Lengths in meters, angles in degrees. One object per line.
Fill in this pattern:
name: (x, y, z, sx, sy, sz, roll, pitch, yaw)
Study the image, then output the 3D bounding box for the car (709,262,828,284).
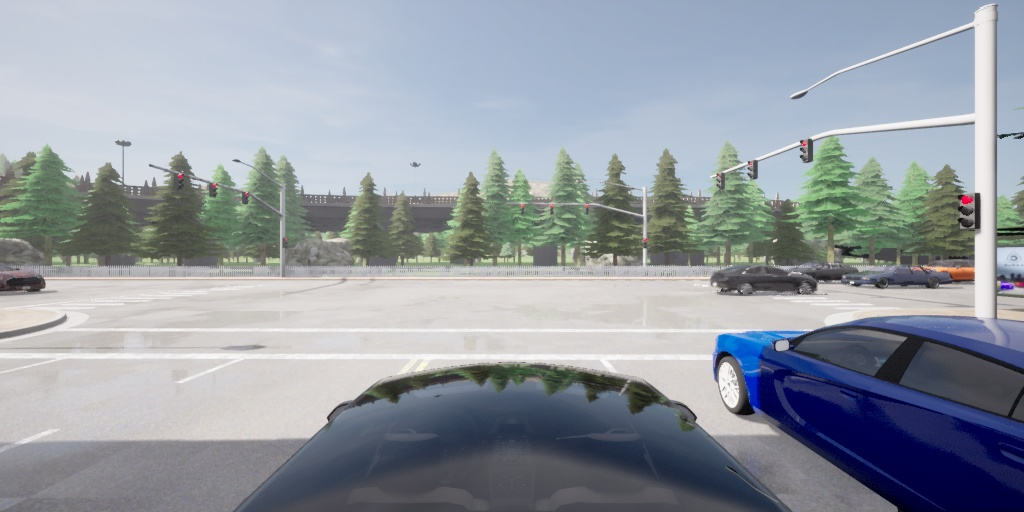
car: (12.776, 1.200, 18.340, 4.892, 1.490, 1.837, 0, 0, 0)

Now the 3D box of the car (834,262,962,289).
car: (23.559, 1.242, 22.025, 5.357, 1.411, 2.033, 0, 0, 0)

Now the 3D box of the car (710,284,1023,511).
car: (3.641, 1.228, 2.940, 1.882, 1.535, 5.008, 0, 0, 2)

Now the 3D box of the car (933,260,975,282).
car: (30.842, 1.046, 25.358, 4.553, 1.767, 2.097, 0, 0, 2)

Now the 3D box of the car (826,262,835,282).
car: (21.751, 1.186, 25.510, 4.902, 1.511, 2.128, 0, 0, 0)

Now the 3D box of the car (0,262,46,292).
car: (-27.080, 1.047, 18.309, 4.553, 1.767, 2.097, 0, 0, -1)
